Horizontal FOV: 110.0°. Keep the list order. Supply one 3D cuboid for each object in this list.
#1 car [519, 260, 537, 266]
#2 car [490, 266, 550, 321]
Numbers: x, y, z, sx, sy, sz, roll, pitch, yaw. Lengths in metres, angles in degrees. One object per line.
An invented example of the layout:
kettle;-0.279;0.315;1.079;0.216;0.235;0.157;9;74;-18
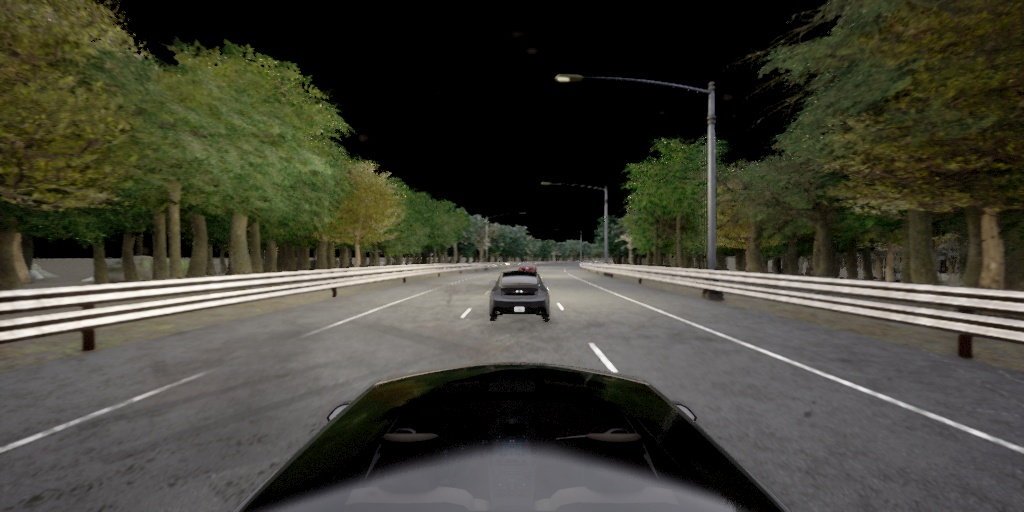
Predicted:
car;1.887;1.416;42.378;2.097;1.767;4.553;0;-1;5
car;0.267;1.266;12.560;1.837;1.490;4.892;0;0;1
